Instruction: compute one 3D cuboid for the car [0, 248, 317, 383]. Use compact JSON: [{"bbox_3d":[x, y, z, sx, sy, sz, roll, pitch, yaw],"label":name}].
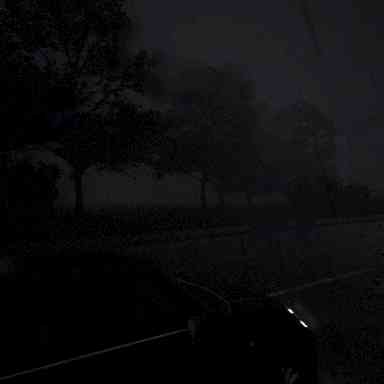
[{"bbox_3d":[-0.868,1.353,3.129,4.553,1.767,2.097,0,0,-35],"label":"car"}]
